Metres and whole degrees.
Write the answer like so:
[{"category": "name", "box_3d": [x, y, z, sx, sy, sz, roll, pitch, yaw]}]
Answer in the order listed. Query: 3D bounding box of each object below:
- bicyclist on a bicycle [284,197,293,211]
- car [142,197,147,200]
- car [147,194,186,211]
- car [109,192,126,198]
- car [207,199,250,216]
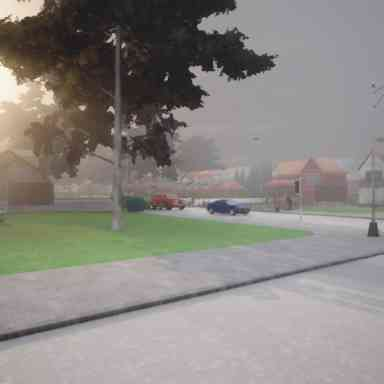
[{"category": "bicyclist on a bicycle", "box_3d": [10.727, 1.342, 36.922, 1.656, 1.620, 0.582, 0, 0, -36]}, {"category": "car", "box_3d": [-8.188, 1.541, 56.131, 2.033, 1.411, 5.357, 0, 0, -35]}, {"category": "car", "box_3d": [-2.994, 1.216, 41.663, 2.150, 2.045, 5.566, 0, 0, -36]}, {"category": "car", "box_3d": [-14.380, 1.215, 64.778, 2.150, 2.045, 5.566, 0, 0, -36]}, {"category": "car", "box_3d": [3.505, 1.472, 32.584, 1.882, 1.535, 5.008, 0, 0, -36]}]
